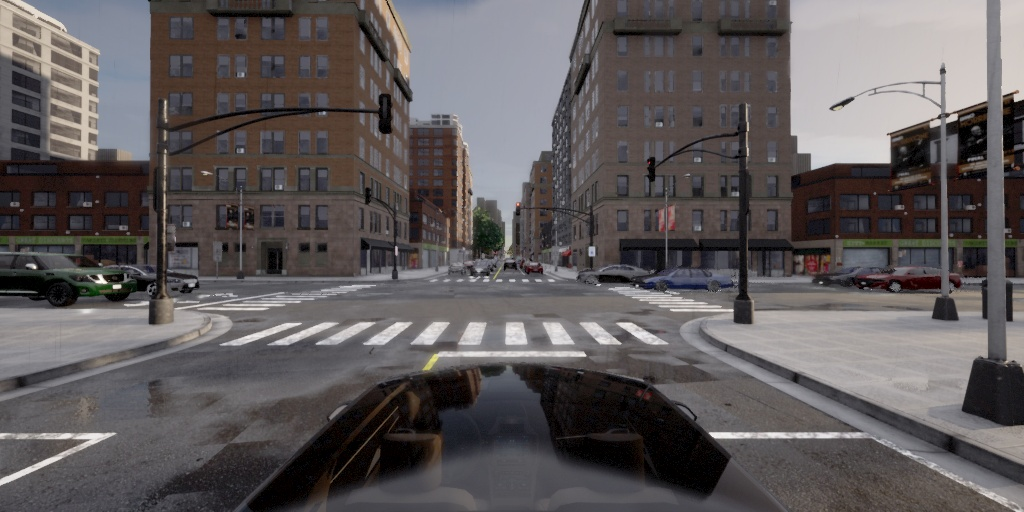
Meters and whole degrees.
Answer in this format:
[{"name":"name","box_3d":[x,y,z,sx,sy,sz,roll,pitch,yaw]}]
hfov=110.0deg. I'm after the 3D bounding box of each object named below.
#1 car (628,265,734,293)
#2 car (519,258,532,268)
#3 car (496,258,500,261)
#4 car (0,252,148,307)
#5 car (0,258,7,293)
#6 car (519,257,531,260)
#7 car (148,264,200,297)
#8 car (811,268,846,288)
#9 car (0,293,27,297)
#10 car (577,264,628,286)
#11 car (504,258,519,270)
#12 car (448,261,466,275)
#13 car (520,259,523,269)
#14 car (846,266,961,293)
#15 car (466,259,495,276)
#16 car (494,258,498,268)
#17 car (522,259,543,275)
[{"name":"car","box_3d":[9.952,1.358,20.998,5.357,1.411,2.033,0,0,-3]},{"name":"car","box_3d":[2.351,1.325,51.168,1.751,1.417,4.829,0,0,-1]},{"name":"car","box_3d":[-3.486,1.330,60.553,1.837,1.490,4.892,0,0,0]},{"name":"car","box_3d":[-18.469,0.858,14.268,5.566,2.045,2.150,0,0,0]},{"name":"car","box_3d":[-28.377,0.977,17.445,4.553,1.767,2.097,0,0,-1]},{"name":"car","box_3d":[2.292,1.128,56.505,2.192,1.841,5.009,0,0,-1]},{"name":"car","box_3d":[-18.119,1.156,17.513,4.902,1.511,2.128,0,0,-1]},{"name":"car","box_3d":[23.791,1.449,24.532,5.357,1.411,2.033,0,0,0]},{"name":"car","box_3d":[-5.856,1.189,1.534,1.967,1.591,4.097,0,0,0]},{"name":"car","box_3d":[7.007,1.310,24.857,4.902,1.511,2.128,1,-1,7]},{"name":"car","box_3d":[-0.262,1.288,55.252,1.882,1.535,5.008,0,0,-1]},{"name":"car","box_3d":[-6.050,1.329,39.895,2.007,1.370,4.403,0,0,-1]},{"name":"car","box_3d":[2.414,1.355,45.492,1.948,1.339,4.313,0,0,-1]},{"name":"car","box_3d":[23.359,1.351,21.277,5.008,1.535,1.882,0,0,0]},{"name":"car","box_3d":[-3.255,1.268,37.638,2.128,1.511,4.902,0,0,0]},{"name":"car","box_3d":[-3.360,1.340,47.443,2.033,1.411,5.357,0,0,-1]},{"name":"car","box_3d":[2.475,1.324,39.985,1.888,1.381,4.507,0,0,-1]}]
